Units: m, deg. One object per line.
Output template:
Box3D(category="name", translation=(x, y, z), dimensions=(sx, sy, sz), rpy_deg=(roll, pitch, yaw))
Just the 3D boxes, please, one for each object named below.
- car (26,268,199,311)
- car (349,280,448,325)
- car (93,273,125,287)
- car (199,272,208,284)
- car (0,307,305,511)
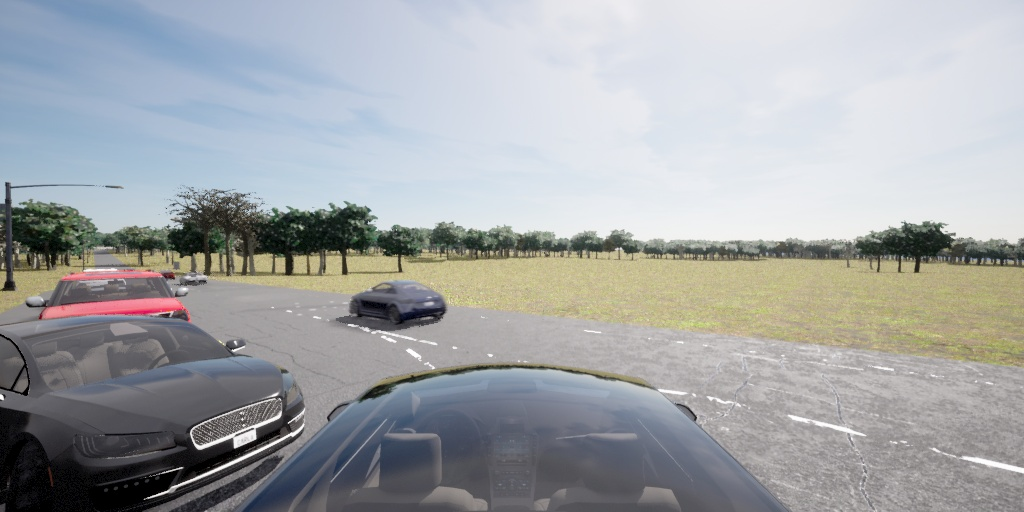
Box3D(category="car", translation=(-9.510, 1.385, 8.595), dimensions=(5.566, 2.045, 2.150), rpy_deg=(-2, 0, 41))
Box3D(category="car", translation=(-4.314, 1.617, 13.368), dimensions=(4.181, 1.385, 1.994), rpy_deg=(-2, 0, 41))
Box3D(category="car", translation=(-48.221, 2.784, 42.990), dimensions=(2.033, 1.411, 5.357), rpy_deg=(-1, 0, -43))
Box3D(category="car", translation=(-36.182, 2.514, 40.661), dimensions=(4.718, 1.301, 1.895), rpy_deg=(-2, 0, 41))
Box3D(category="car", translation=(-4.578, 1.445, 3.972), dimensions=(4.892, 1.490, 1.837), rpy_deg=(-3, -3, 21))
